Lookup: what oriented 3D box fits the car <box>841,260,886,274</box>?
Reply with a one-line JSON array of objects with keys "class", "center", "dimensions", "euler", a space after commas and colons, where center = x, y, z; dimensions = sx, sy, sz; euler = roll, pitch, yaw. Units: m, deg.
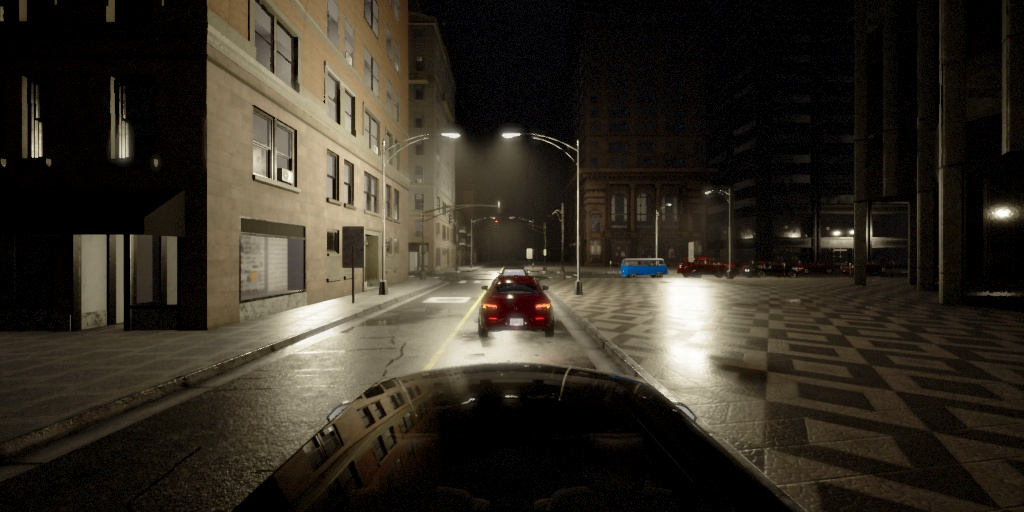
[{"class": "car", "center": [39.848, 1.185, 40.851], "dimensions": [4.097, 1.591, 1.967], "euler": [0, 0, -1]}]

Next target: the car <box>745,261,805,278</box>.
[{"class": "car", "center": [23.030, 1.326, 32.080], "dimensions": [4.313, 1.339, 1.948], "euler": [0, 0, -1]}]

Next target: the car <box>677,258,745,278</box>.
[{"class": "car", "center": [17.390, 1.078, 31.998], "dimensions": [5.009, 1.841, 2.192], "euler": [0, 0, -1]}]

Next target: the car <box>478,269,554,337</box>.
[{"class": "car", "center": [0.097, 1.271, 10.105], "dimensions": [1.812, 1.442, 4.674], "euler": [0, 0, 0]}]

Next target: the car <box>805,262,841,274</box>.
[{"class": "car", "center": [34.209, 1.331, 40.769], "dimensions": [4.207, 1.307, 1.802], "euler": [0, 0, -1]}]

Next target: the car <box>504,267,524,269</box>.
[{"class": "car", "center": [0.114, 1.303, 19.977], "dimensions": [1.994, 1.385, 4.181], "euler": [0, 0, 0]}]

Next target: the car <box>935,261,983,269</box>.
[{"class": "car", "center": [39.947, 1.190, 32.326], "dimensions": [4.097, 1.591, 1.967], "euler": [0, 0, -1]}]

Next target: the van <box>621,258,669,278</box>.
[{"class": "van", "center": [11.749, 1.105, 31.916], "dimensions": [3.998, 1.789, 1.690], "euler": [0, 0, -1]}]
